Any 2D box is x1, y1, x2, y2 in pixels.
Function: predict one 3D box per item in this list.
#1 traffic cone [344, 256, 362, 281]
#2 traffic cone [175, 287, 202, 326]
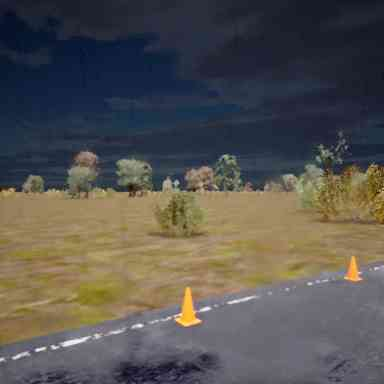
[{"bbox_3d":[4.155,1.945,8.568,0.340,0.580,0.340,0,0,-33],"label":"traffic cone"},{"bbox_3d":[-0.062,1.945,5.760,0.340,0.580,0.340,0,0,-34],"label":"traffic cone"}]
